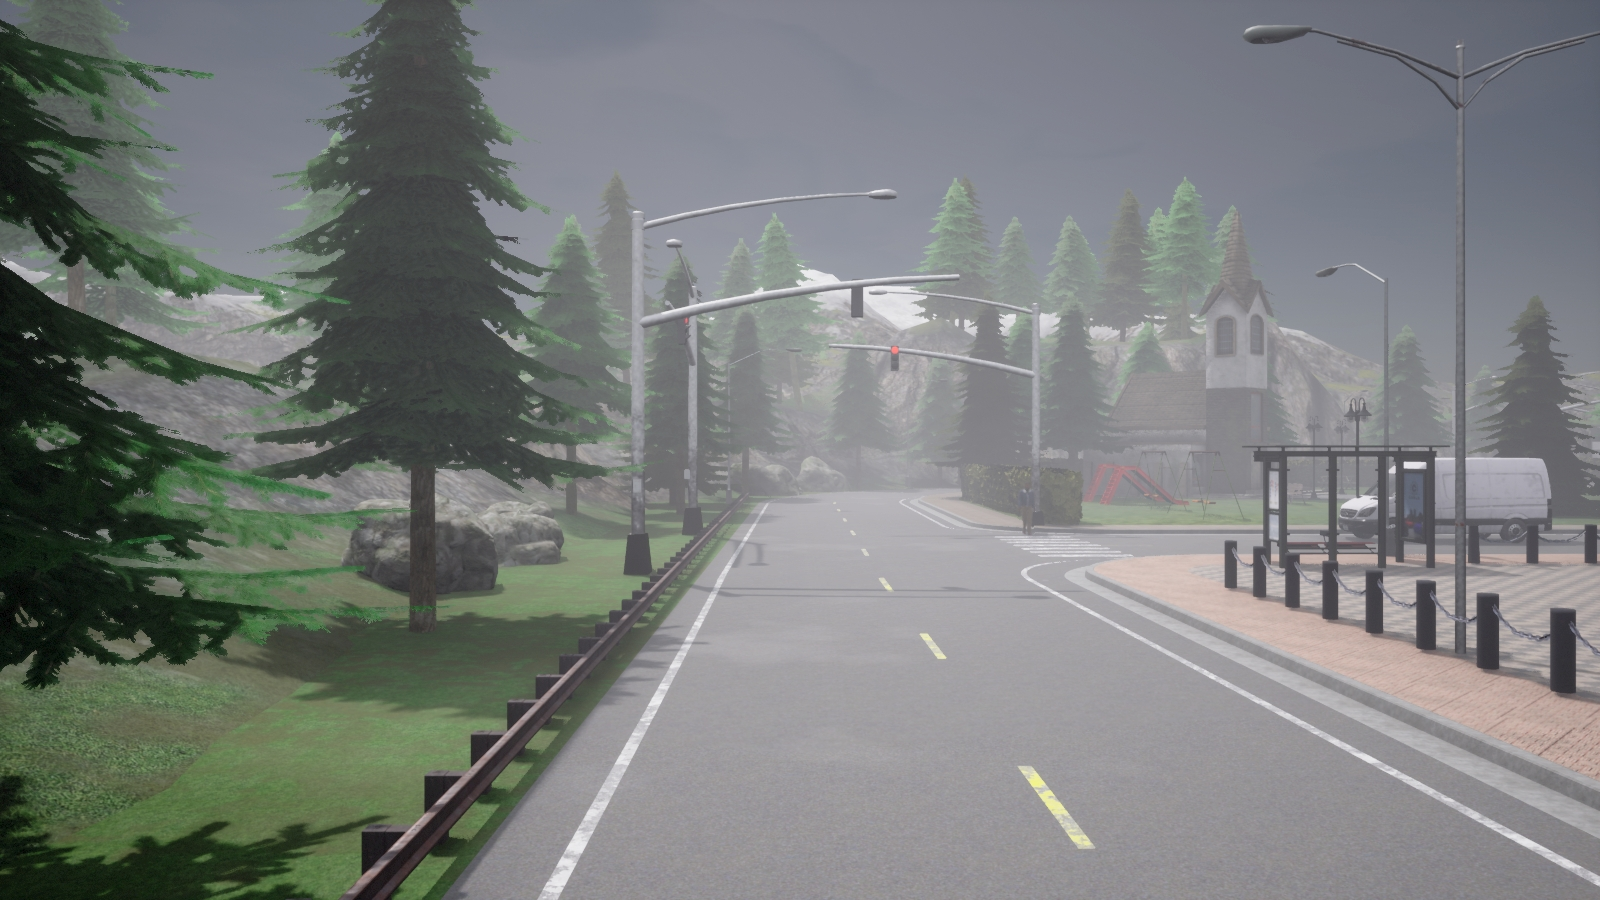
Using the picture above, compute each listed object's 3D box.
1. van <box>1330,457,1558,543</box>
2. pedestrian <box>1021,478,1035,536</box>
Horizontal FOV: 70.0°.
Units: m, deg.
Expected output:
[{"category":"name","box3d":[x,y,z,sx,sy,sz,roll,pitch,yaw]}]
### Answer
[{"category":"van","box3d":[19.746,1.515,35.223,5.915,2.561,1.988,0,0,0]},{"category":"pedestrian","box3d":[7.369,1.833,36.939,0.375,1.860,0.375,0,0,0]}]
